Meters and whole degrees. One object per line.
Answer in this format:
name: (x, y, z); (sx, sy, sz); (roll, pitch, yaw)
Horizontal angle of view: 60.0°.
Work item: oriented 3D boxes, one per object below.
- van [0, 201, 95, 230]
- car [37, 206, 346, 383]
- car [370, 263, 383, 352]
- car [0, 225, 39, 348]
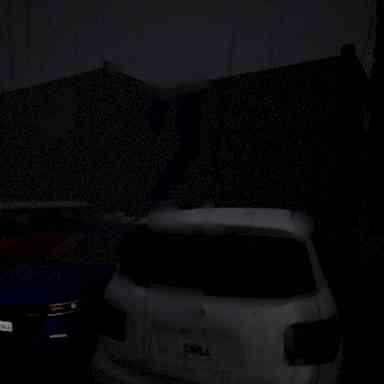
van: (-4.174, 1.217, 8.267); (1.878, 1.987, 4.442); (1, 0, 15)
car: (0.749, 1.222, 4.915); (2.435, 2.045, 5.566); (0, -1, 15)
car: (3.191, 1.488, 3.141); (2.097, 1.535, 5.008); (1, 0, 16)
car: (-1.700, 1.459, 6.634); (2.097, 1.535, 5.008); (1, 0, 16)
